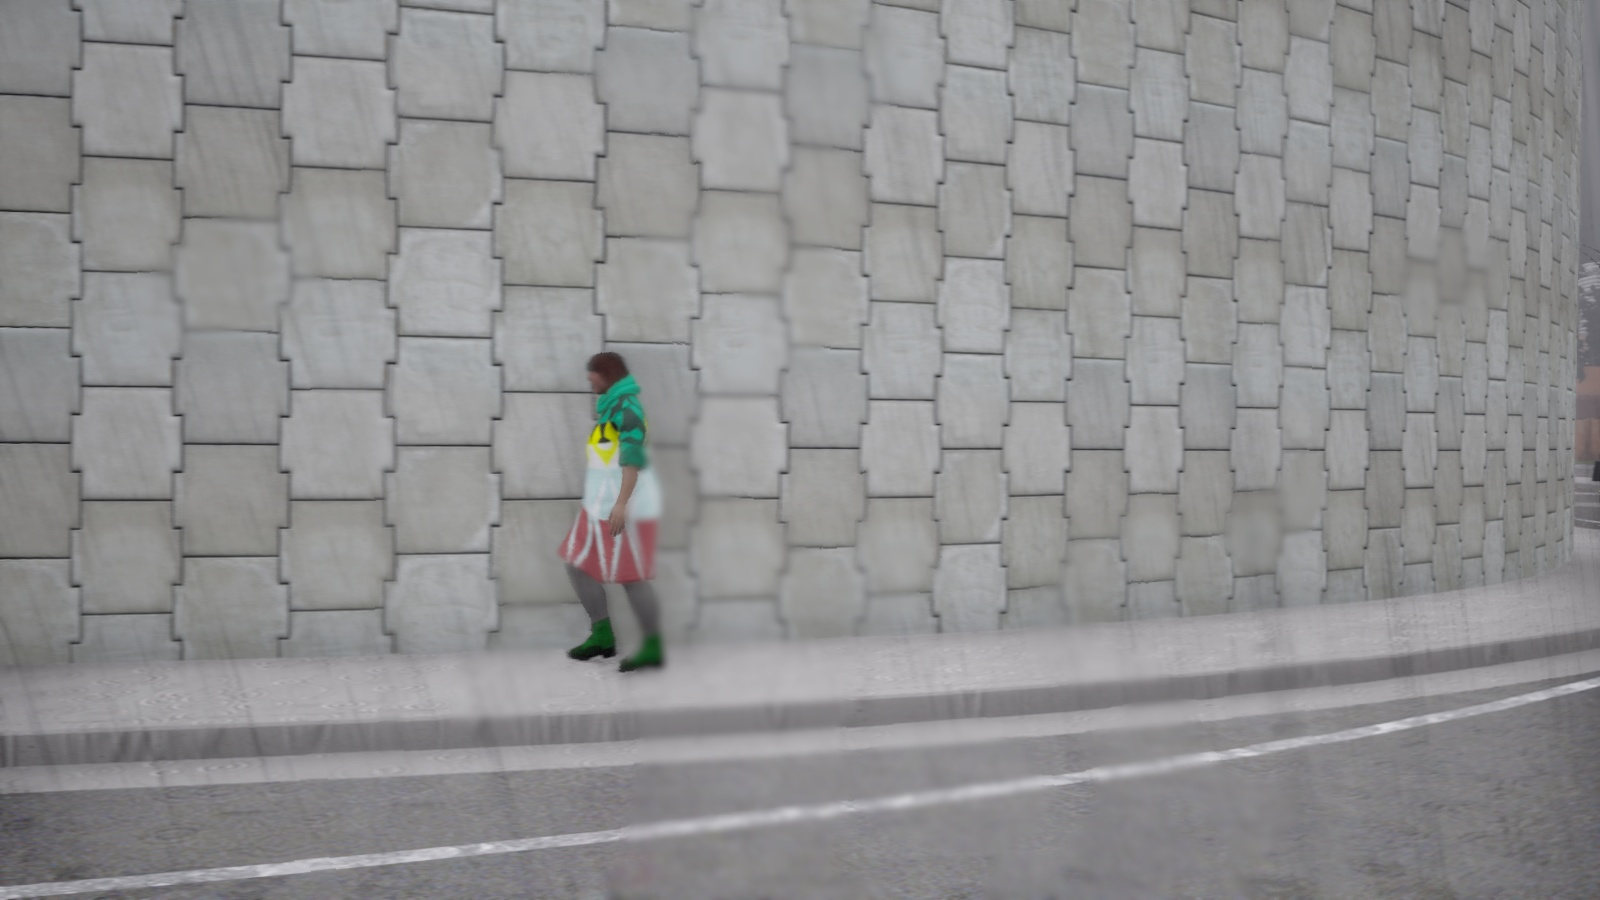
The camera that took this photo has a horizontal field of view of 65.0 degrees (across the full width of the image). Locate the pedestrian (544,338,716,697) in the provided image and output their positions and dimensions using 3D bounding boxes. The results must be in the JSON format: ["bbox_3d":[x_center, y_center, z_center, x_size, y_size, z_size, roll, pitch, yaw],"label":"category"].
[{"bbox_3d":[-0.997,0.357,7.260,0.873,1.952,0.659,-1,1,-16],"label":"pedestrian"}]
